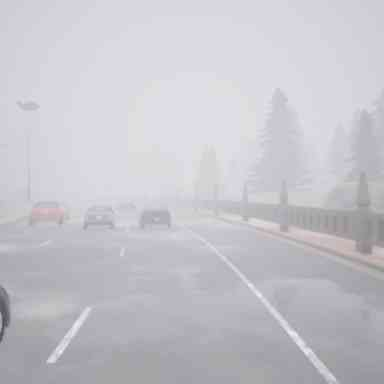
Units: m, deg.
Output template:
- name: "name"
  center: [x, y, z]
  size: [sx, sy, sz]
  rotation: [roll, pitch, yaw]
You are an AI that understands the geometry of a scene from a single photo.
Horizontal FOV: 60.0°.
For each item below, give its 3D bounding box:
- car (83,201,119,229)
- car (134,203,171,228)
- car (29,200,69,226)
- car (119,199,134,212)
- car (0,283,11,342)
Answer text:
- name: "car"
  center: [-6.029, 1.556, 21.839]
  size: [2.033, 1.411, 5.357]
  rotation: [0, 0, -13]
- name: "car"
  center: [-2.614, 1.473, 22.286]
  size: [1.882, 1.535, 5.008]
  rotation: [0, 0, -12]
- name: "car"
  center: [-10.240, 1.374, 24.139]
  size: [2.097, 1.767, 4.553]
  rotation: [0, 0, -14]
- name: "car"
  center: [-7.898, 1.530, 39.399]
  size: [1.812, 1.442, 4.674]
  rotation: [0, 0, -22]
- name: "car"
  center: [-3.633, 1.516, 3.153]
  size: [1.837, 1.490, 4.892]
  rotation: [0, 0, -2]
